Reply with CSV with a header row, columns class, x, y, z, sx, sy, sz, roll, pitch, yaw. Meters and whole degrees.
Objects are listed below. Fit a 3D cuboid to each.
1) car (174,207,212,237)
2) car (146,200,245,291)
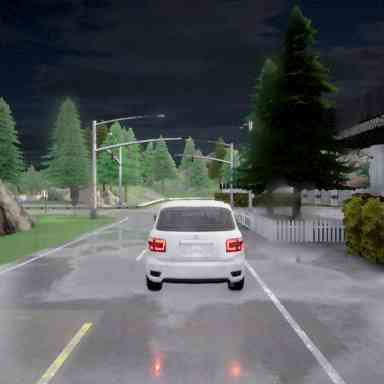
class,x,y,z,sx,sy,sz,roll,pitch,yaw
car,0.020,1.601,18.934,1.895,1.301,4.718,0,0,0
car,0.065,1.221,9.170,2.150,2.045,5.566,0,0,0
